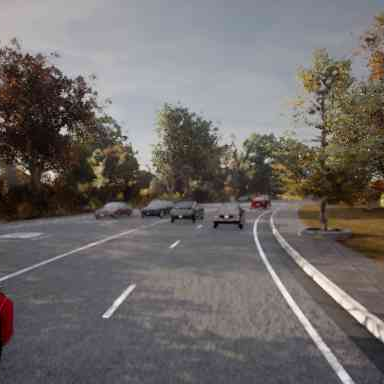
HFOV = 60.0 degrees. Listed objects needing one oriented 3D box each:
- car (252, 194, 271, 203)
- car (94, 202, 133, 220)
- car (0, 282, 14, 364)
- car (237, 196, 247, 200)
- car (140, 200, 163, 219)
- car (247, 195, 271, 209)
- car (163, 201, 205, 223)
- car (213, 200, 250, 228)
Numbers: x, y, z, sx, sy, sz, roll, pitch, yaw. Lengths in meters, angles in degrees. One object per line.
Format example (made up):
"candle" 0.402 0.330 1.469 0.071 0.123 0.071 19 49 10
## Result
"car" 14.000 1.318 66.846 2.097 1.767 4.553 -2 -1 35
"car" -6.717 1.592 29.083 1.812 1.442 4.674 -1 0 14
"car" -3.291 1.210 1.707 2.150 2.045 5.566 0 0 1
"car" 10.568 1.588 67.938 1.994 1.385 4.181 -2 -1 32
"car" -2.944 1.504 29.713 1.882 1.535 5.008 -1 0 15
"car" 8.763 1.356 41.976 1.882 1.535 5.008 -1 0 22
"car" -0.257 1.477 25.240 2.128 1.511 4.902 -1 0 13
"car" 2.556 1.503 22.028 2.033 1.411 5.357 -1 0 12
